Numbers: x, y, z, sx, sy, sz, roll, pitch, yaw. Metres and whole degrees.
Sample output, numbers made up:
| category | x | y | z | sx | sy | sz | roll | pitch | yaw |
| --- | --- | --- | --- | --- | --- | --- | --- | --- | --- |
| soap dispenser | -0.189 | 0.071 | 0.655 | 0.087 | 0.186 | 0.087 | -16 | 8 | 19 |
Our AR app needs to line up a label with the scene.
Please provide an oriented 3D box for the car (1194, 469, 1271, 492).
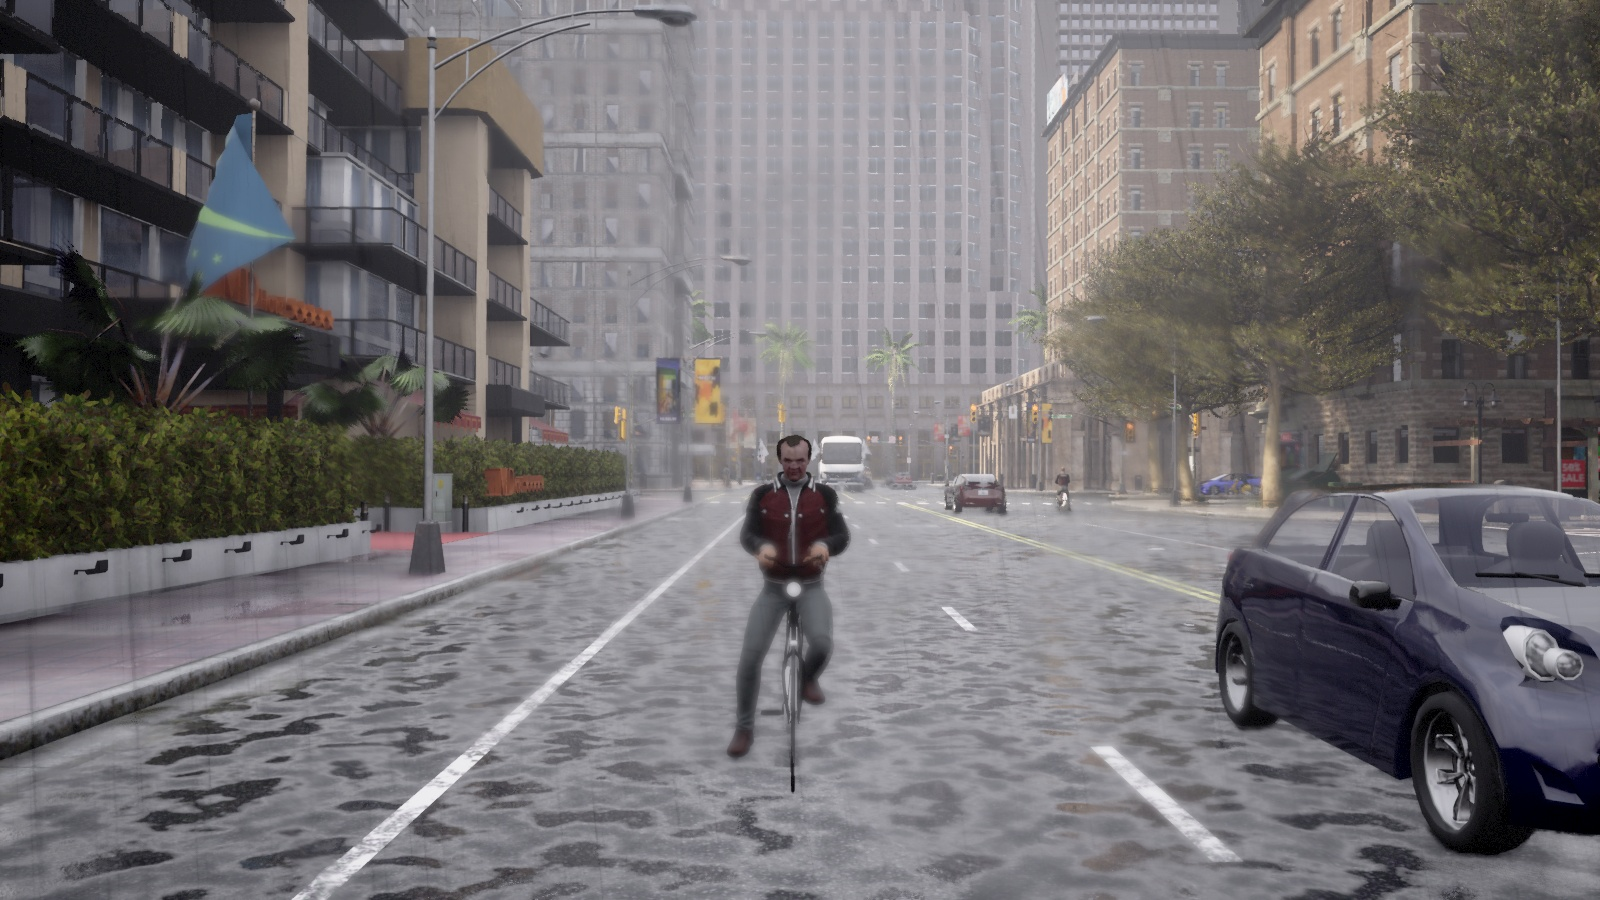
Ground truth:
| category | x | y | z | sx | sy | sz | roll | pitch | yaw |
| --- | --- | --- | --- | --- | --- | --- | --- | --- | --- |
| car | 29.324 | 2.072 | 85.222 | 4.514 | 1.525 | 2.007 | 0 | -1 | 1 |

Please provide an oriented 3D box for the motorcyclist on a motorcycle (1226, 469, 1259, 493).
| category | x | y | z | sx | sy | sz | roll | pitch | yaw |
| --- | --- | --- | --- | --- | --- | --- | --- | --- | --- |
| motorcyclist on a motorcycle | 28.779 | 2.021 | 81.705 | 1.817 | 1.590 | 0.866 | 0 | -1 | 1 |

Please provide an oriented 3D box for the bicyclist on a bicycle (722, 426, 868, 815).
| category | x | y | z | sx | sy | sz | roll | pitch | yaw |
| --- | --- | --- | --- | --- | --- | --- | --- | --- | --- |
| bicyclist on a bicycle | -0.027 | 0.797 | 6.671 | 0.659 | 1.776 | 1.843 | 0 | -1 | 0 |

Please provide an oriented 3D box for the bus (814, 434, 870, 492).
| category | x | y | z | sx | sy | sz | roll | pitch | yaw |
| --- | --- | --- | --- | --- | --- | --- | --- | --- | --- |
| bus | 3.138 | 1.054 | 97.220 | 3.944 | 4.253 | 10.273 | 0 | -1 | 0 |

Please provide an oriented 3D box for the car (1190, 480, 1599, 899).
| category | x | y | z | sx | sy | sz | roll | pitch | yaw |
| --- | --- | --- | --- | --- | --- | --- | --- | --- | --- |
| car | 3.475 | 0.921 | 6.353 | 1.845 | 1.501 | 3.633 | 0 | -1 | 0 |

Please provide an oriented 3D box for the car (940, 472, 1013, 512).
| category | x | y | z | sx | sy | sz | roll | pitch | yaw |
| --- | --- | --- | --- | --- | --- | --- | --- | --- | --- |
| car | 6.819 | 1.608 | 48.996 | 2.163 | 1.488 | 4.792 | 0 | -1 | 0 |
